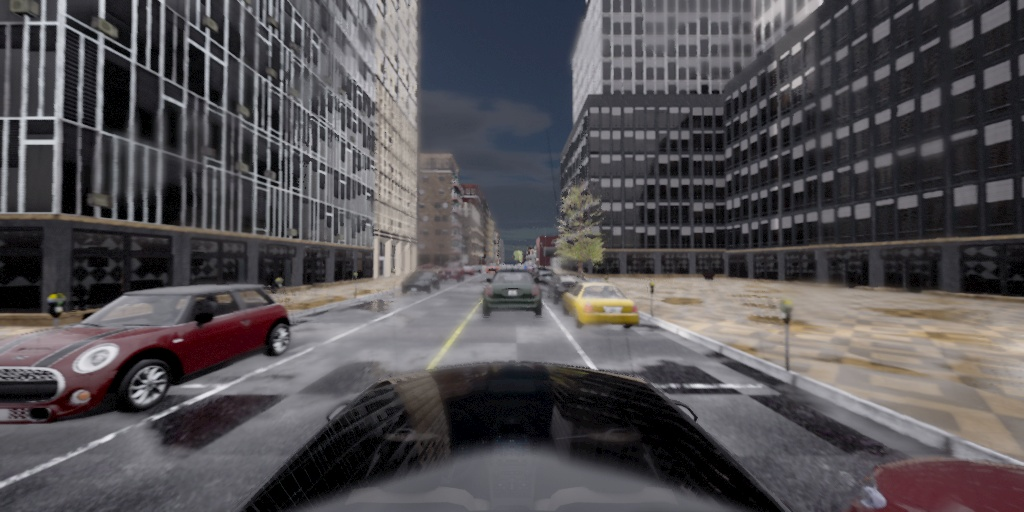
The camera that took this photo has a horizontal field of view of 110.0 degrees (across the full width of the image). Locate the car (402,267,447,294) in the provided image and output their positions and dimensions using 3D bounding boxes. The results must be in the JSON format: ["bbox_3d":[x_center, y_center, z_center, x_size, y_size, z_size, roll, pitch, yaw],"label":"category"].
[{"bbox_3d":[-5.693,1.611,23.009,1.948,1.339,4.313,0,0,0],"label":"car"}]

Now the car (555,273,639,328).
[{"bbox_3d":[2.663,1.412,11.777,1.751,1.417,4.829,0,0,0],"label":"car"}]

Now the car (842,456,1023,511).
[{"bbox_3d":[2.674,1.312,0.230,1.802,1.307,4.207,0,0,0],"label":"car"}]

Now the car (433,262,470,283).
[{"bbox_3d":[-5.694,1.523,34.386,2.192,1.841,5.009,0,0,0],"label":"car"}]

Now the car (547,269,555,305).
[{"bbox_3d":[2.657,1.516,17.295,2.007,1.370,4.403,0,0,0],"label":"car"}]

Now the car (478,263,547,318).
[{"bbox_3d":[0.043,1.272,14.073,2.097,1.767,4.553,0,-1,1],"label":"car"}]

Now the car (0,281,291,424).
[{"bbox_3d":[-5.690,1.248,5.944,1.967,1.591,4.097,0,0,0],"label":"car"}]

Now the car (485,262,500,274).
[{"bbox_3d":[-3.071,1.894,57.210,2.097,1.767,4.553,0,-1,0],"label":"car"}]

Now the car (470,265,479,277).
[{"bbox_3d":[-5.696,1.918,45.763,1.888,1.381,4.507,0,0,0],"label":"car"}]
